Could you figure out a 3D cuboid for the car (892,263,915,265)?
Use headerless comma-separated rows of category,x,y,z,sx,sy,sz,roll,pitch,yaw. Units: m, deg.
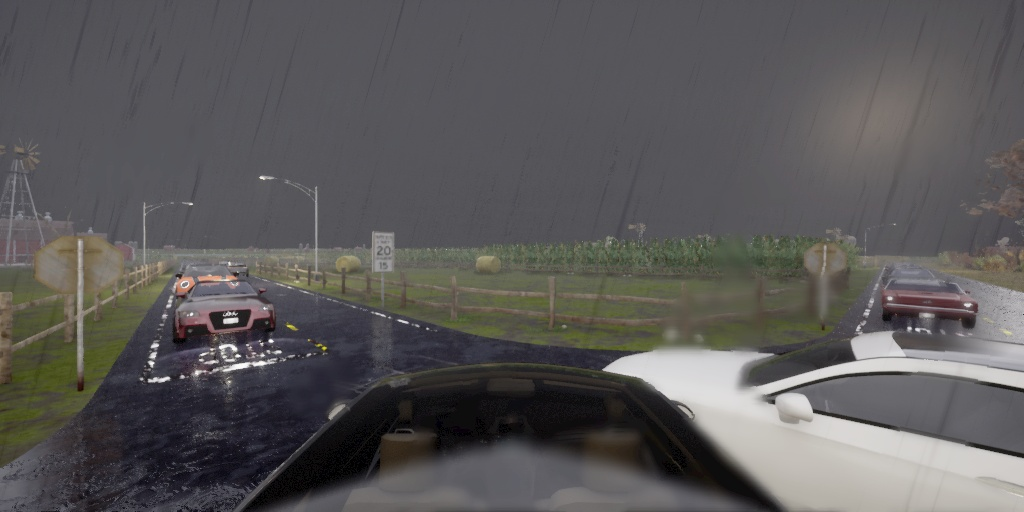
car,27.083,1.403,24.663,4.181,1.385,1.994,0,1,-43

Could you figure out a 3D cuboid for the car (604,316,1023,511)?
car,2.815,1.293,2.513,1.812,1.442,4.674,0,1,-45

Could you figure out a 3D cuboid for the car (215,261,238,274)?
car,-34.174,1.329,42.865,1.837,1.490,4.892,0,0,-42

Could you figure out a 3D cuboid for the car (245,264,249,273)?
car,-27.371,1.303,35.482,2.128,1.511,4.902,0,0,-42

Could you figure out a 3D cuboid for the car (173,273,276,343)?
car,-8.047,1.360,9.981,1.994,1.385,4.181,0,0,-43

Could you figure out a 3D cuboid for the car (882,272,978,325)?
car,13.394,1.398,11.693,4.718,1.301,1.895,0,1,-44

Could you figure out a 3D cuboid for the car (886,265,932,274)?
car,20.398,1.364,18.334,5.357,1.411,2.033,0,1,-43

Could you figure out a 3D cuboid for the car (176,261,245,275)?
car,-13.894,1.149,16.400,2.097,1.767,4.553,0,0,-42
